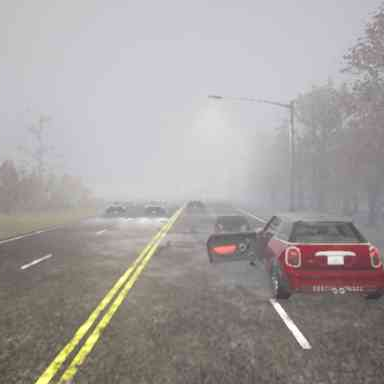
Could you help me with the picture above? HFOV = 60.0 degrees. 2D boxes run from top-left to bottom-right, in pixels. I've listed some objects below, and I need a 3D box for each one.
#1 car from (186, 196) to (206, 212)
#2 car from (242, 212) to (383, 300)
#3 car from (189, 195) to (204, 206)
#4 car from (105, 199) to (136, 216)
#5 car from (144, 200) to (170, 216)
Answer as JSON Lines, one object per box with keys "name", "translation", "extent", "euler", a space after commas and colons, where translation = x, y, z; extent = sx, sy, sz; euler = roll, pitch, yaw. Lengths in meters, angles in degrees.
{"name": "car", "translation": [0.374, 1.212, 34.097], "extent": [2.128, 1.511, 4.902], "euler": [0, 1, 2]}
{"name": "car", "translation": [2.722, 1.286, 8.409], "extent": [2.097, 1.767, 4.553], "euler": [0, 0, 0]}
{"name": "car", "translation": [0.600, 1.173, 46.435], "extent": [1.994, 1.385, 4.181], "euler": [0, 0, 1]}
{"name": "car", "translation": [-6.346, 1.356, 29.935], "extent": [1.895, 1.301, 4.718], "euler": [0, 0, 1]}
{"name": "car", "translation": [-3.097, 1.357, 29.842], "extent": [1.895, 1.301, 4.718], "euler": [0, 0, 1]}
